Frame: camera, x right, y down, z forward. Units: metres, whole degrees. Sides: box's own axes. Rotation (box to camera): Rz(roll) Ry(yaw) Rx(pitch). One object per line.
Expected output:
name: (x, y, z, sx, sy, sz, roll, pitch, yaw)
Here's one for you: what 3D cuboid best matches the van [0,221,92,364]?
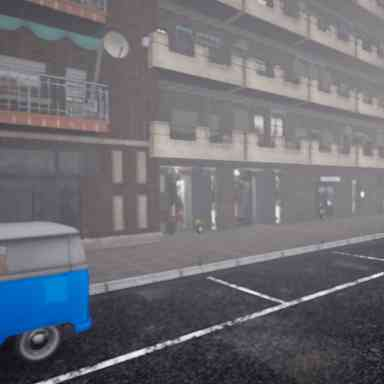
van: (-3.333, 1.346, 4.187, 3.998, 1.788, 1.690, -1, 0, -36)
